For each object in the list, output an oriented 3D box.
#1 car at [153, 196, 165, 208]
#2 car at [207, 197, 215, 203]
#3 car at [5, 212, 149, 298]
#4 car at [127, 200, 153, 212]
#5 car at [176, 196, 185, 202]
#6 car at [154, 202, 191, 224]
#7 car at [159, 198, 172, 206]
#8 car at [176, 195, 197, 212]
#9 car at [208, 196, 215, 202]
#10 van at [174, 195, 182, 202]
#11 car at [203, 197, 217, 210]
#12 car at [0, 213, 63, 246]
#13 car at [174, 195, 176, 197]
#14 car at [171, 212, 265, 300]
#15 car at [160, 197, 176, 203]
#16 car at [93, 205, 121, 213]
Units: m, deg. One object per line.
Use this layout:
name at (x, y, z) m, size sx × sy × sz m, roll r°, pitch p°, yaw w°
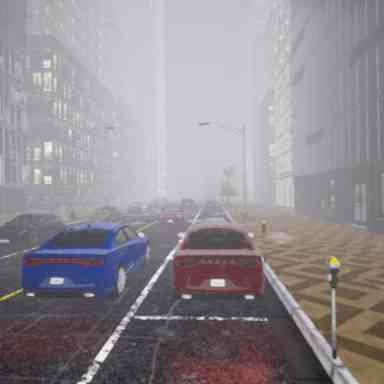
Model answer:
car at (-5.618, 1.793, 50.284) m, size 1.887 × 1.381 × 4.507 m, roll 0°, pitch 0°, yaw 4°
car at (4.514, 1.809, 78.154) m, size 1.802 × 1.307 × 4.206 m, roll 0°, pitch 0°, yaw 4°
car at (-2.405, 1.540, 8.777) m, size 1.882 × 1.535 × 5.008 m, roll -1°, pitch 0°, yaw 4°
car at (-6.326, 1.767, 38.921) m, size 2.008 × 1.369 × 4.403 m, roll 0°, pitch 0°, yaw 4°
car at (-3.141, 1.912, 90.052) m, size 1.947 × 1.339 × 4.313 m, roll 0°, pitch 0°, yaw 4°
car at (-1.366, 1.715, 25.438) m, size 1.895 × 1.301 × 4.718 m, roll -1°, pitch 0°, yaw 4°
car at (-4.910, 1.860, 61.646) m, size 1.802 × 1.307 × 4.206 m, roll 0°, pitch 0°, yaw 4°
car at (-0.441, 1.515, 41.995) m, size 2.097 × 1.767 × 4.553 m, roll -1°, pitch 0°, yaw 4°
car at (4.878, 1.766, 84.005) m, size 1.752 × 1.417 × 4.829 m, roll 0°, pitch 0°, yaw 4°
van at (-3.496, 1.674, 84.372) m, size 1.690 × 1.788 × 3.998 m, roll 0°, pitch 0°, yaw 4°
car at (2.391, 1.705, 44.069) m, size 1.947 × 1.339 × 4.313 m, roll 0°, pitch 0°, yaw 4°
car at (-7.741, 1.715, 16.197) m, size 1.947 × 1.339 × 4.313 m, roll 0°, pitch 0°, yaw 4°
car at (-3.849, 1.760, 78.689) m, size 1.967 × 1.590 × 4.097 m, roll 0°, pitch 0°, yaw 4°
car at (0.623, 1.506, 8.512) m, size 1.882 × 1.535 × 5.008 m, roll -1°, pitch 0°, yaw 4°
car at (-3.008, 1.858, 48.948) m, size 1.895 × 1.301 × 4.718 m, roll -1°, pitch 0°, yaw 4°
car at (-7.033, 1.766, 27.557) m, size 1.802 × 1.307 × 4.206 m, roll 0°, pitch 0°, yaw 4°
